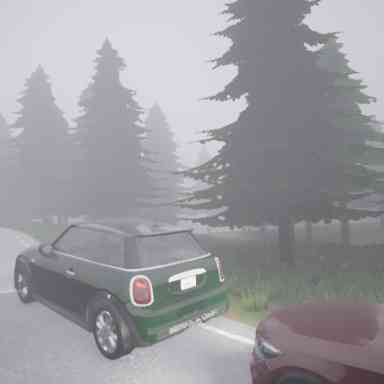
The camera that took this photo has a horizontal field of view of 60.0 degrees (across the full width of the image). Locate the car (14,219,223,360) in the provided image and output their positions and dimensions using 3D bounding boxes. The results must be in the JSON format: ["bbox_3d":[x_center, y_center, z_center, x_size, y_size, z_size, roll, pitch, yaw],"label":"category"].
[{"bbox_3d":[-1.578,1.291,6.224,4.553,1.767,2.097,1,1,44],"label":"car"}]

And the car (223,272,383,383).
[{"bbox_3d":[2.745,1.532,2.597,4.674,1.442,1.812,1,0,36],"label":"car"}]
